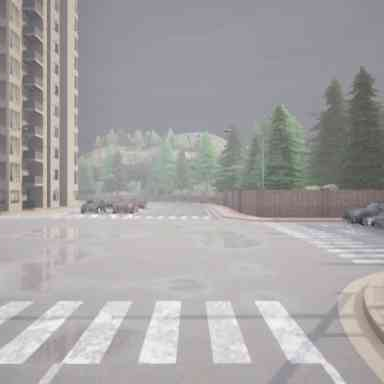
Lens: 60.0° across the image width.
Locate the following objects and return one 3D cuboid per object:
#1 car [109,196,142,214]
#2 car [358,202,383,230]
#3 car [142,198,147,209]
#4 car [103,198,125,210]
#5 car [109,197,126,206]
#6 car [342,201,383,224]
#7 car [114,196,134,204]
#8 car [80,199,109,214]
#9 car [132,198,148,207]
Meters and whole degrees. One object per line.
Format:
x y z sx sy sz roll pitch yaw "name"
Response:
-7.069 1.380 35.677 2.097 1.767 4.553 0 0 0 "car"
12.930 1.562 19.631 4.902 1.511 2.128 0 0 0 "car"
-7.207 1.583 45.151 2.033 1.411 5.357 0 0 -2 "car"
-10.694 1.583 45.796 2.033 1.411 5.357 0 0 -3 "car"
-12.645 1.591 56.022 2.033 1.411 5.357 0 0 -21 "car"
12.974 1.426 23.130 4.553 1.767 2.097 0 0 0 "car"
-13.268 1.555 64.266 1.837 1.490 4.892 0 0 -37 "car"
-10.565 1.533 36.057 1.837 1.490 4.892 0 0 0 "car"
-8.655 1.644 54.994 1.895 1.301 4.718 0 0 -17 "car"
